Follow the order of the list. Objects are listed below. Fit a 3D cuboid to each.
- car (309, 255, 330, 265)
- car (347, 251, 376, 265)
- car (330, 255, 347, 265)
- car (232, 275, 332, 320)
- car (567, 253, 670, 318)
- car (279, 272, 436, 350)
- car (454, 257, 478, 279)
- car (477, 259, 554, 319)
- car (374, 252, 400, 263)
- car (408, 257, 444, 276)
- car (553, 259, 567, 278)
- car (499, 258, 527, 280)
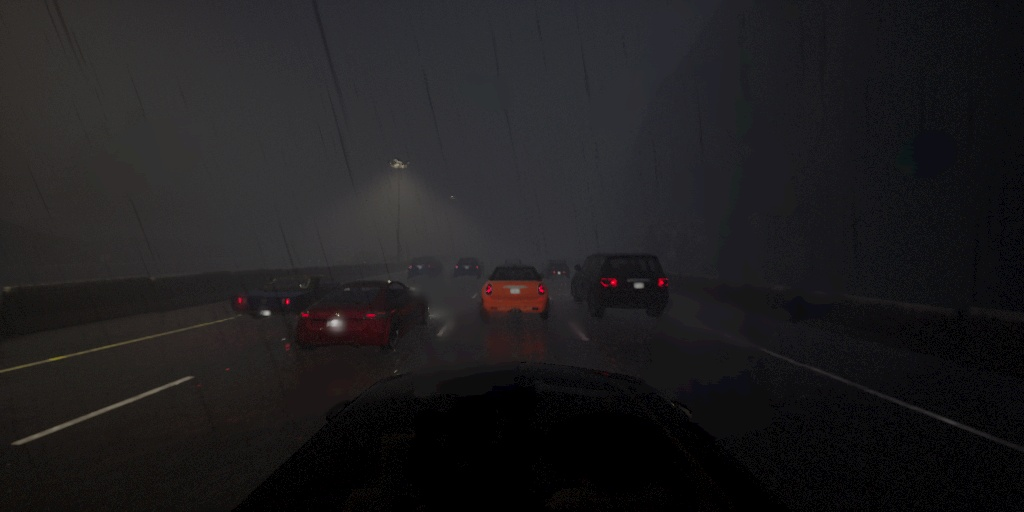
[{"bbox_3d":[-28.070,0.553,53.187,1.882,1.535,5.008,0,2,1],"label":"car"},{"bbox_3d":[-21.086,0.325,51.794,2.150,2.045,5.566,0,1,0],"label":"car"},{"bbox_3d":[-24.577,0.547,53.425,1.882,1.535,5.008,0,2,1],"label":"car"},{"bbox_3d":[-6.905,1.292,12.296,1.895,1.301,4.718,0,0,0],"label":"car"},{"bbox_3d":[3.595,0.907,12.849,2.150,2.045,5.566,0,0,0],"label":"car"},{"bbox_3d":[-3.406,1.277,8.948,1.994,1.385,4.181,0,0,0],"label":"car"},{"bbox_3d":[-3.416,0.860,29.243,2.097,1.767,4.553,0,1,0],"label":"car"},{"bbox_3d":[0.094,1.039,12.728,2.097,1.767,4.553,0,0,0],"label":"car"},{"bbox_3d":[-17.592,0.588,51.562,1.882,1.535,5.008,0,1,0],"label":"car"},{"bbox_3d":[-6.916,0.861,29.256,2.097,1.767,4.553,0,1,0],"label":"car"},{"bbox_3d":[3.584,1.008,29.651,1.837,1.490,4.892,0,1,0],"label":"car"},{"bbox_3d":[0.084,0.996,29.514,2.128,1.511,4.902,0,1,0],"label":"car"}]
